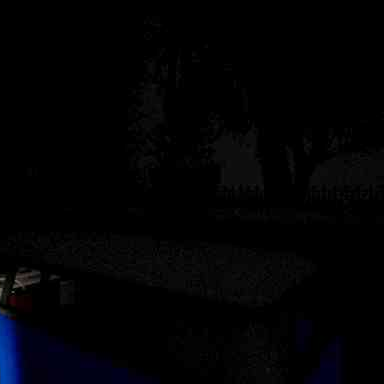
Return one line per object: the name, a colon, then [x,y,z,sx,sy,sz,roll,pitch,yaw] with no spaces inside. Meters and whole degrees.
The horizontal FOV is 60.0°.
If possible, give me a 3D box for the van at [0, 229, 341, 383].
van: [-0.690,1.341,3.203,3.998,1.788,1.690,0,0,35]
